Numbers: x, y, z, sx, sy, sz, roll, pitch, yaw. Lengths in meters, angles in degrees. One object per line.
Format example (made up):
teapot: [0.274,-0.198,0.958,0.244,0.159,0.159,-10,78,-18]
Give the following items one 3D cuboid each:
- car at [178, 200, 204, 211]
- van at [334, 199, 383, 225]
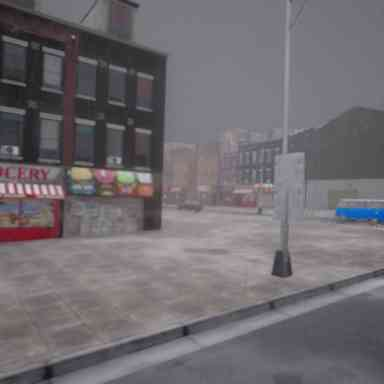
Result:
car: [-0.125,1.689,42.226,1.802,1.307,4.206,3,-2,-35]
van: [12.552,1.437,24.406,1.690,1.788,3.998,3,-2,-35]
